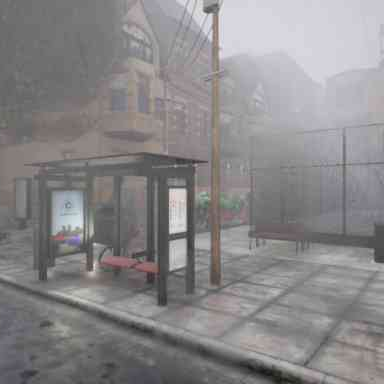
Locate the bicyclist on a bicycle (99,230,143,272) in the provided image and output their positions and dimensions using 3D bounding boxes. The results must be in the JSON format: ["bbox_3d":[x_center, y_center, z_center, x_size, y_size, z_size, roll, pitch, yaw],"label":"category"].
[{"bbox_3d":[-1.871,1.339,9.170,0.582,1.620,1.656,0,-4,36],"label":"bicyclist on a bicycle"}]
